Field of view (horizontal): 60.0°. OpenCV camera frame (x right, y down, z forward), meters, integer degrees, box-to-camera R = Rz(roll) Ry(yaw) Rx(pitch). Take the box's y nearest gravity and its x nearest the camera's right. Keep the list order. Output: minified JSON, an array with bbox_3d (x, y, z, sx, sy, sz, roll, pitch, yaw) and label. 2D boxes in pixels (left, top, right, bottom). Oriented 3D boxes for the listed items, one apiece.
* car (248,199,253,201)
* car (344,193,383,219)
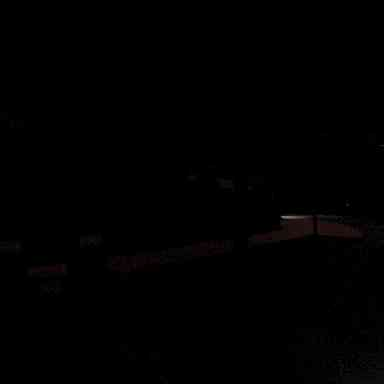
[{"bbox_3d":[4.895,1.348,29.594,4.892,1.490,1.837,0,0,42],"label":"car"},{"bbox_3d":[14.778,1.069,25.643,5.566,2.045,2.150,0,0,42],"label":"car"}]
